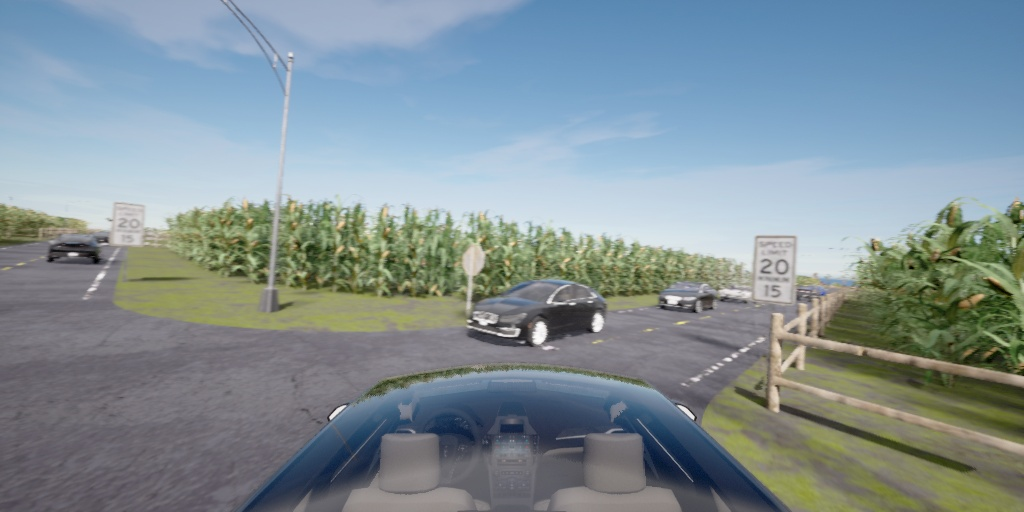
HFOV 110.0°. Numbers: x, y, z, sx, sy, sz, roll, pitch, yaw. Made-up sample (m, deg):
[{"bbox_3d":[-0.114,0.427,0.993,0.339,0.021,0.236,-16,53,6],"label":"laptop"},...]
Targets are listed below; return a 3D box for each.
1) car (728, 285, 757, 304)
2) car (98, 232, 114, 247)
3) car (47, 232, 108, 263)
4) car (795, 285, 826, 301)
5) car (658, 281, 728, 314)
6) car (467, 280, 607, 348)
[{"bbox_3d":[17.344,2.877,27.353,1.895,1.301,4.718,3,-1,44],"label":"car"},{"bbox_3d":[-46.050,-1.925,40.339,5.008,1.535,1.882,4,0,43],"label":"car"},{"bbox_3d":[-24.911,-0.449,20.592,4.892,1.490,1.837,4,0,43],"label":"car"},{"bbox_3d":[29.389,3.710,35.702,2.128,1.511,4.902,3,-1,44],"label":"car"},{"bbox_3d":[9.473,2.116,19.101,2.128,1.511,4.902,3,-1,44],"label":"car"},{"bbox_3d":[0.942,1.427,10.002,1.837,1.490,4.892,3,-2,41],"label":"car"}]
